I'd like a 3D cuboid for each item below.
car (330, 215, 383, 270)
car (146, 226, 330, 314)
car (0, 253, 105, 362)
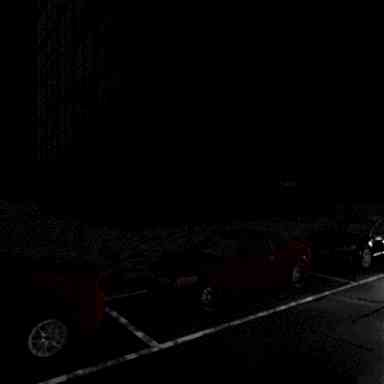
[{"bbox_3d":[5.453,1.454,10.656,4.403,1.369,2.008,-1,1,-36],"label":"car"},{"bbox_3d":[1.012,1.535,7.483,4.206,1.307,1.802,-1,1,-36],"label":"car"},{"bbox_3d":[-3.430,1.550,4.308,4.507,1.381,1.887,-1,1,-36],"label":"car"}]
